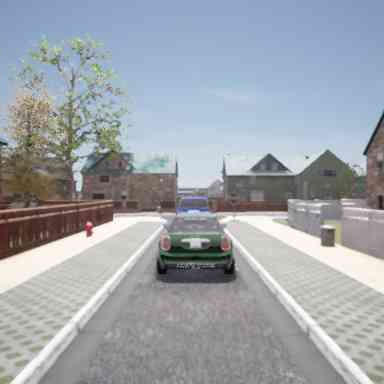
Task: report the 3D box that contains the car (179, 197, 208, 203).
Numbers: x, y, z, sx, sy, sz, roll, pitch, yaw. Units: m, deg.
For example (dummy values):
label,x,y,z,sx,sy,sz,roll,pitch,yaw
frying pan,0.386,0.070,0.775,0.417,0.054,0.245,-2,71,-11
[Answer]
label,x,y,z,sx,sy,sz,roll,pitch,yaw
car,0.072,1.334,21.155,2.150,2.045,5.566,0,0,-1

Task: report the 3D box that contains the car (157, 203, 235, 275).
label,x,y,z,sx,sy,sz,roll,pitch,yaw
car,0.095,1.409,10.777,2.097,1.767,4.553,0,0,0
